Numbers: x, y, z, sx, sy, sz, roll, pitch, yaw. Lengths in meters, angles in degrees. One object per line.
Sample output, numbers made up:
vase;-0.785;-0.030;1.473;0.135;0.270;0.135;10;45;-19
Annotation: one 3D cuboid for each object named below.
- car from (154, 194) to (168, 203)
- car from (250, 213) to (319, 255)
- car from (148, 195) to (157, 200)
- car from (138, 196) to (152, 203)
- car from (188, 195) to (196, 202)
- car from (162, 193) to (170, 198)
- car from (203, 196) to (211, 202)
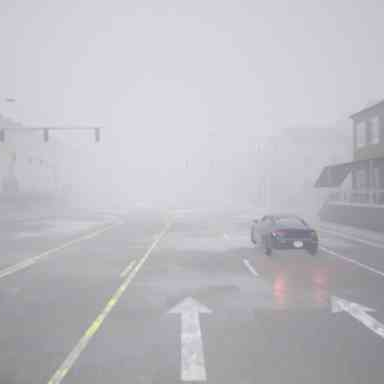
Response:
car;-7.005;1.672;72.729;1.837;1.490;4.892;0;0;0
car;3.548;1.557;13.327;1.812;1.442;4.674;0;0;1
car;-10.506;1.507;88.460;1.895;1.301;4.718;0;0;0
car;-10.505;1.650;72.726;1.882;1.535;5.008;0;0;0
car;-0.005;1.558;78.580;2.128;1.511;4.902;0;0;0
car;-7.006;1.137;88.462;2.150;2.045;5.566;0;0;0
car;3.495;1.628;78.610;1.895;1.301;4.718;0;0;0
